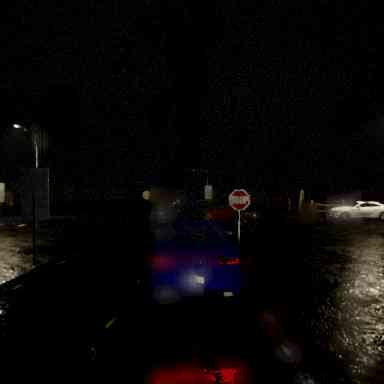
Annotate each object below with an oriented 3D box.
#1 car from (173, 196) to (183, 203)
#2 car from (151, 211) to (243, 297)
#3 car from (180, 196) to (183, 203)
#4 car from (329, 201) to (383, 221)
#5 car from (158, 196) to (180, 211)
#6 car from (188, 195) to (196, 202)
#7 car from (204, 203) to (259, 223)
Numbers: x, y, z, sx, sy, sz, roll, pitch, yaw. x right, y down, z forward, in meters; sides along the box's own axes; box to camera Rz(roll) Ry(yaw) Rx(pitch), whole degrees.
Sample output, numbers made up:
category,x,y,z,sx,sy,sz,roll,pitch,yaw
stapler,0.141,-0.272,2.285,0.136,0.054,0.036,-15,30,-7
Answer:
category,x,y,z,sx,sy,sz,roll,pitch,yaw
car,-2.809,1.530,66.904,1.895,1.301,4.718,0,0,0
car,0.085,1.474,8.598,1.882,1.535,5.008,0,0,0
car,-2.867,1.550,53.779,1.895,1.301,4.718,0,0,0
car,13.260,1.439,26.087,4.674,1.442,1.812,0,1,3
car,-2.868,1.321,40.264,2.097,1.767,4.553,0,0,0
car,-0.030,1.420,72.318,1.837,1.490,4.892,0,0,0
car,2.897,1.537,25.264,4.181,1.385,1.994,0,1,36
